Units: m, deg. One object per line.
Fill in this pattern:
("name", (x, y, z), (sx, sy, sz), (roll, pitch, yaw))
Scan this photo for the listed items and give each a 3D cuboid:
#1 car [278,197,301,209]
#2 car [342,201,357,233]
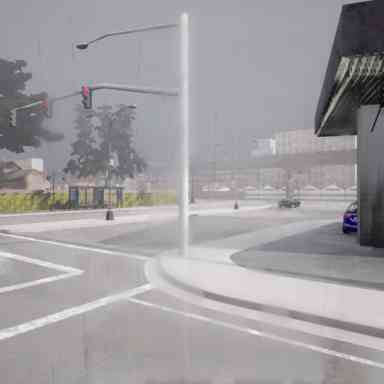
("car", (13.179, 1.505, 44.737), (1.837, 1.490, 4.892), (0, 0, 36))
("car", (9.530, 1.295, 17.671), (2.242, 1.667, 4.611), (0, 0, 37))
